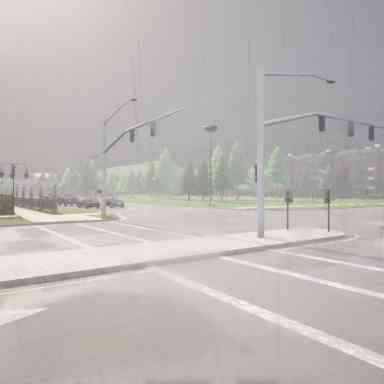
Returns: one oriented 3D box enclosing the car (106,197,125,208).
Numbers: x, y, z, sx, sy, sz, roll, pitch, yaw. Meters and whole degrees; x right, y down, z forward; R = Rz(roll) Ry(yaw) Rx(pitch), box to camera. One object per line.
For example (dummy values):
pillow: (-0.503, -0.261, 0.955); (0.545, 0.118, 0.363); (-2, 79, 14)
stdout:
car: (-11.342, 1.491, 47.647); (2.128, 1.511, 4.902); (0, 0, -36)

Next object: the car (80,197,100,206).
car: (-17.101, 1.564, 55.592); (1.994, 1.385, 4.181); (0, 0, -36)

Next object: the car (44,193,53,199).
car: (-25.989, 1.219, 61.974); (2.150, 2.045, 5.566); (0, 0, -35)

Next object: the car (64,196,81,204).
car: (-22.907, 1.564, 63.688); (1.994, 1.385, 4.181); (0, 0, -36)

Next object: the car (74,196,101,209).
car: (-14.149, 1.601, 45.552); (1.895, 1.301, 4.718); (0, 0, -36)

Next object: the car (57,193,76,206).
car: (-19.858, 1.221, 53.429); (2.150, 2.045, 5.566); (0, 0, -36)
